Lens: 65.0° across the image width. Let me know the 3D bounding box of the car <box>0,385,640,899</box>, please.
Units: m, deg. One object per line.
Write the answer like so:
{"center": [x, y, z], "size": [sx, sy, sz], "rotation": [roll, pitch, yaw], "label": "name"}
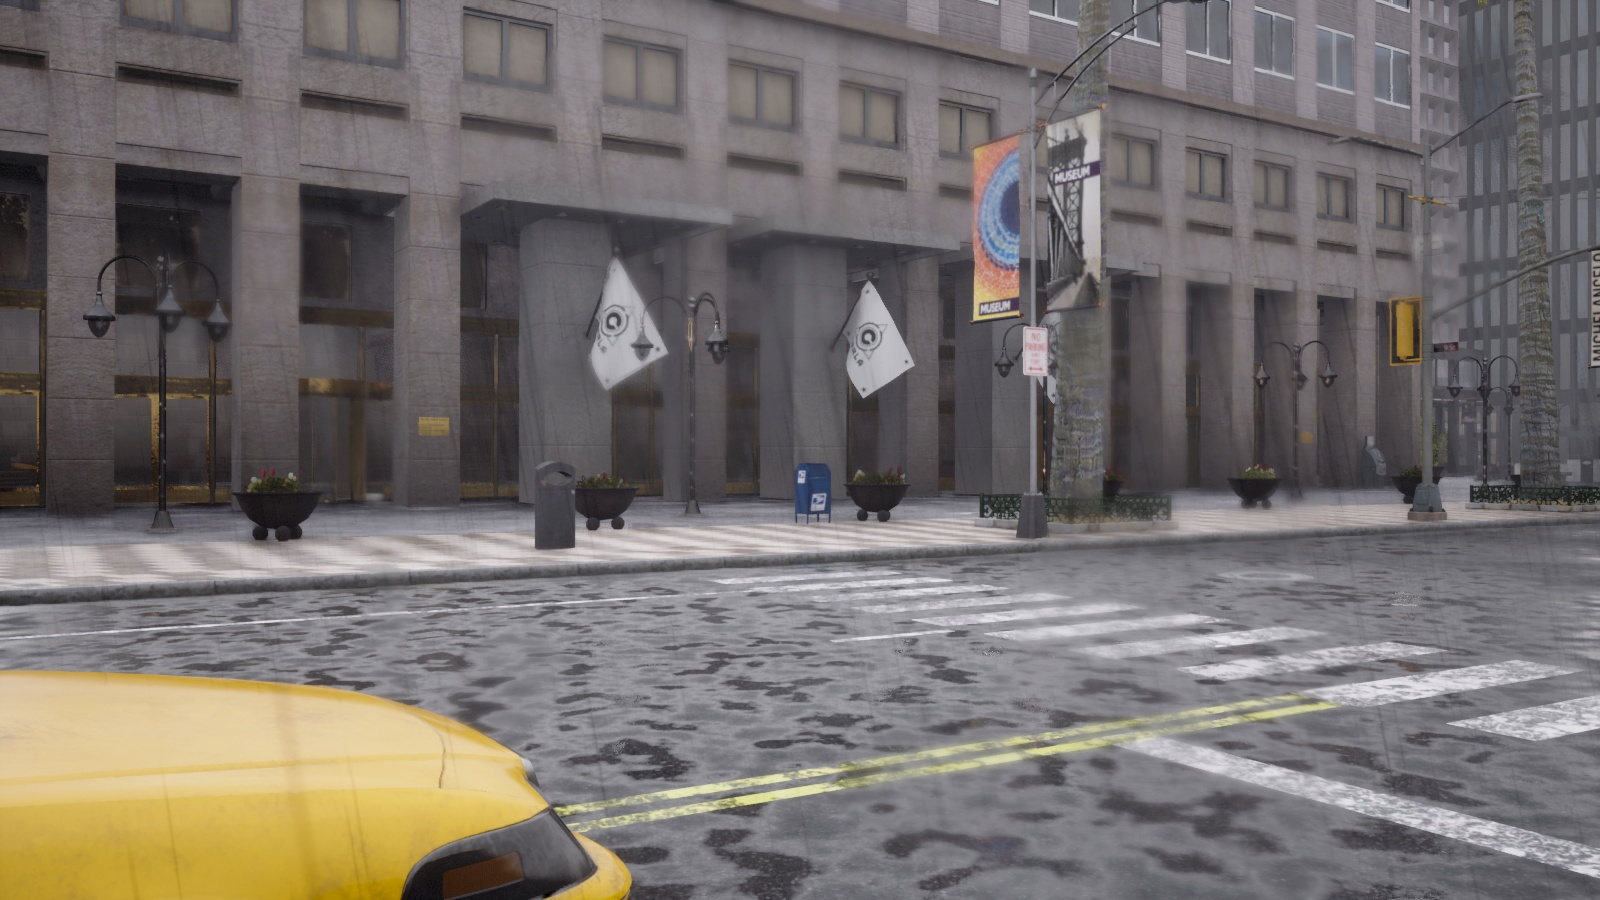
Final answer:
{"center": [-3.013, 0.694, 1.635], "size": [5.366, 1.575, 1.801], "rotation": [0, 0, -36], "label": "car"}
